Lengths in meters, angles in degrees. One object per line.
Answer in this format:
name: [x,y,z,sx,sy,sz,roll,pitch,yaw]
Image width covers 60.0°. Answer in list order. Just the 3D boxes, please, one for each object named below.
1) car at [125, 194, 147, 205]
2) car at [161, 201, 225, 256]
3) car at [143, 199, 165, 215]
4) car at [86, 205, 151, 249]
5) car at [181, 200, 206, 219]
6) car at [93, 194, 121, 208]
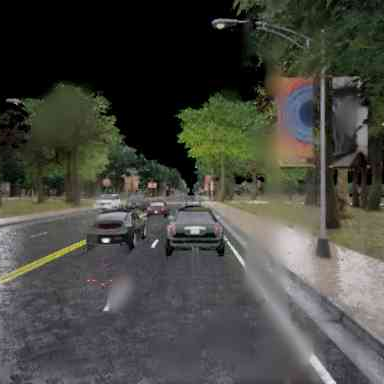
car: [-6.580,1.291,40.276,2.150,2.045,5.566,0,0,0]
car: [0.103,1.366,13.390,2.097,1.767,4.553,0,0,0]
car: [-3.144,1.577,31.512,1.812,1.442,4.674,0,0,0]
car: [-3.145,1.521,14.566,1.837,1.490,4.892,0,0,0]
car: [0.106,1.540,30.472,2.128,1.511,4.902,0,0,0]
car: [-9.832,1.288,39.030,2.150,2.045,5.566,0,0,0]
